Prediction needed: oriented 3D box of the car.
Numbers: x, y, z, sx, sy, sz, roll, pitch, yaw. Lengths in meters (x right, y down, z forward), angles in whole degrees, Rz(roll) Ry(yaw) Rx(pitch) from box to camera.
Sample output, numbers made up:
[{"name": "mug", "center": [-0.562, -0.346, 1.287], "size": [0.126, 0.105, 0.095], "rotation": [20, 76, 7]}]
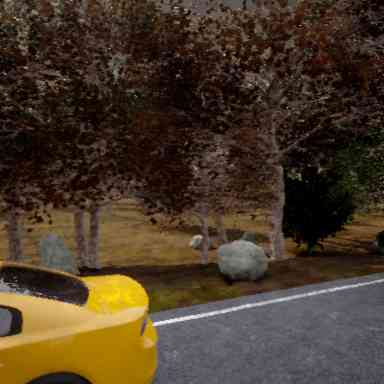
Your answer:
[{"name": "car", "center": [-2.803, 1.450, 2.896], "size": [5.008, 1.535, 1.882], "rotation": [-1, 1, -24]}]
